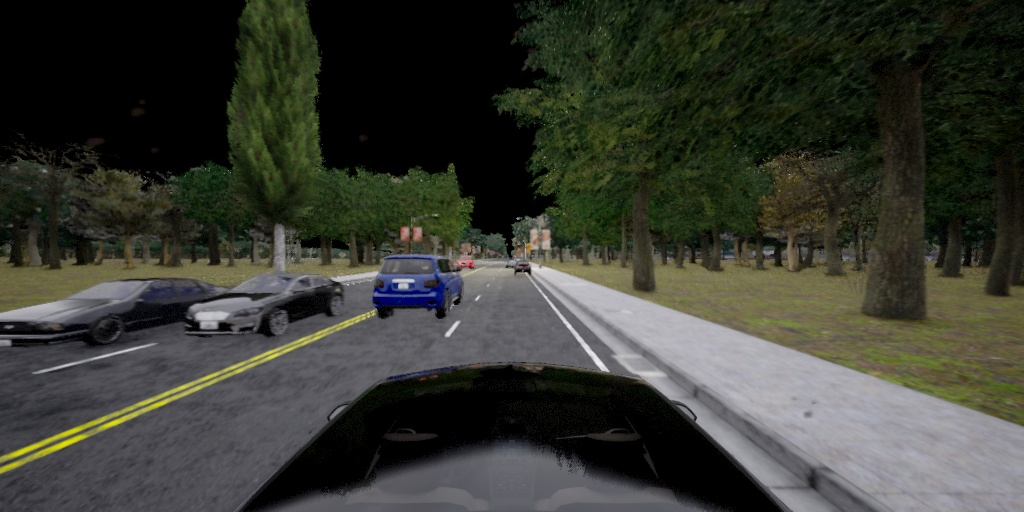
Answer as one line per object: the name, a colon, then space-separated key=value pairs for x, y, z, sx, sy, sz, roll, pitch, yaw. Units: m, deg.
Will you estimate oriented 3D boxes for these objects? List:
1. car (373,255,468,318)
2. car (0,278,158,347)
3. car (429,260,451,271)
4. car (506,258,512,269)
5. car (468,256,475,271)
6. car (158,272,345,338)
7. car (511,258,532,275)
car: x=-3.151 y=0.973 z=13.086 sx=2.150 sy=2.045 sz=5.566 roll=0 pitch=0 yaw=0
car: x=-9.848 y=1.299 z=9.606 sx=2.033 sy=1.411 sz=5.357 roll=0 pitch=0 yaw=0
car: x=-9.825 y=1.304 z=49.408 sx=2.033 sy=1.411 sz=5.357 roll=0 pitch=0 yaw=0
car: x=-0.002 y=1.322 z=57.845 sx=1.994 sy=1.385 sz=4.181 roll=0 pitch=0 yaw=0
car: x=-6.575 y=0.978 z=51.101 sx=2.150 sy=2.045 sz=5.566 roll=0 pitch=0 yaw=0
car: x=-6.600 y=1.243 z=10.264 sx=2.128 sy=1.511 sz=4.902 roll=0 pitch=0 yaw=0
car: x=1.136 y=1.259 z=38.780 sx=1.837 sy=1.490 sz=4.892 roll=0 pitch=0 yaw=0
